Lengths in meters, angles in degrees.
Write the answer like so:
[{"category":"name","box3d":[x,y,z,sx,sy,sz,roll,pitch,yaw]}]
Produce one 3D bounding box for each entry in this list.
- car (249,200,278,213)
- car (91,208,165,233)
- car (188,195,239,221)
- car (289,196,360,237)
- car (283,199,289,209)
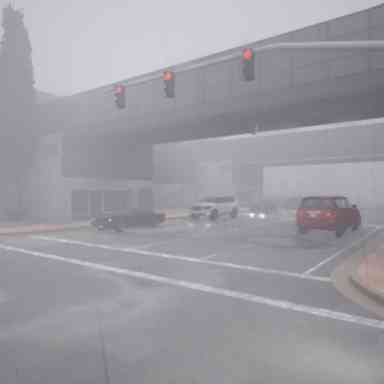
[{"category":"car","box3d":[7.921,1.611,36.640,1.994,1.385,4.181,0,0,36]},{"category":"car","box3d":[-3.851,1.651,20.570,1.895,1.301,4.718,0,0,36]},{"category":"car","box3d":[1.994,1.270,28.562,2.150,2.045,5.566,0,0,36]},{"category":"car","box3d":[7.578,1.235,18.321,2.150,2.045,5.566,0,0,38]},{"category":"car","box3d":[13.964,1.398,44.822,2.097,1.767,4.553,0,0,37]}]
